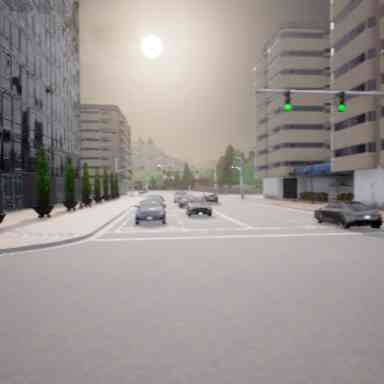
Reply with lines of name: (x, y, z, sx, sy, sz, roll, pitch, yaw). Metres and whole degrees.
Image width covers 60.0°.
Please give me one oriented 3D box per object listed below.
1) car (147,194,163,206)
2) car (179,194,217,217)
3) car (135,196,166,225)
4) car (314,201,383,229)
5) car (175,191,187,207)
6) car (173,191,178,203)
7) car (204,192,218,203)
car: (-4.657, 0.976, 42.324, 1.895, 1.301, 4.718, -1, 1, -5)
car: (0.381, 1.115, 26.547, 2.033, 1.411, 5.357, -1, 1, -5)
car: (-2.667, 1.207, 21.607, 1.812, 1.442, 4.674, -1, 1, -5)
car: (8.392, 1.172, 18.272, 1.994, 1.385, 4.181, -1, 1, -6)
car: (-0.515, 0.956, 35.906, 1.812, 1.442, 4.674, -1, 1, -5)
car: (-1.557, 0.621, 46.771, 2.097, 1.767, 4.553, -1, 1, -5)
car: (2.304, 0.749, 44.763, 2.128, 1.511, 4.902, -1, 1, -6)
